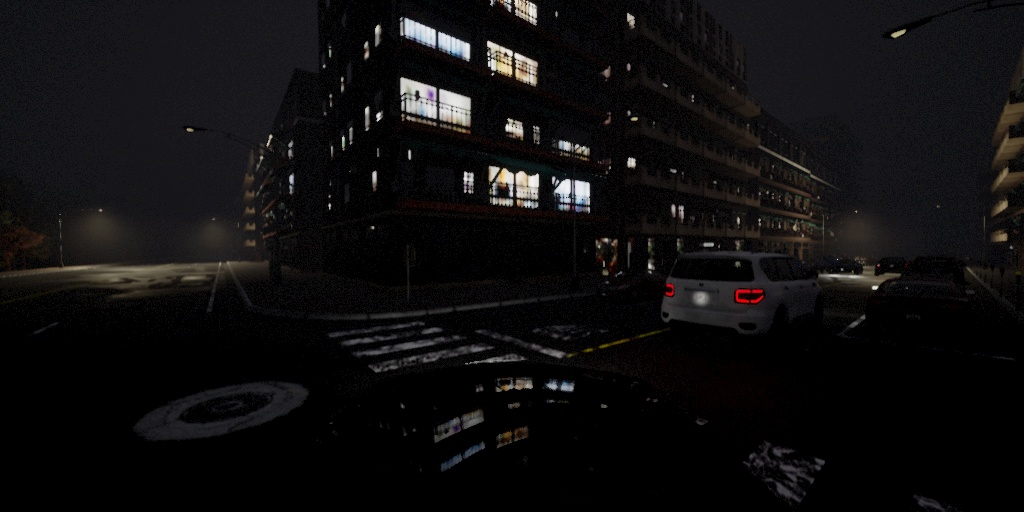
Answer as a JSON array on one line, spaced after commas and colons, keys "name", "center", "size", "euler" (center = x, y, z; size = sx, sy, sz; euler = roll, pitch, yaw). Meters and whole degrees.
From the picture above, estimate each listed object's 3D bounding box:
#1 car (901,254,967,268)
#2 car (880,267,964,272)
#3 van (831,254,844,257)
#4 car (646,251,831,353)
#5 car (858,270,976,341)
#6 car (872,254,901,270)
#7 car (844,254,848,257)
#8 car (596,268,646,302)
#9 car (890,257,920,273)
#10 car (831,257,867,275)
[{"name": "car", "center": [23.686, 0.898, 20.030], "size": [5.009, 1.841, 2.192], "euler": [0, 0, -39]}, {"name": "car", "center": [14.911, 1.215, 12.868], "size": [4.313, 1.339, 1.948], "euler": [0, 0, -39]}, {"name": "van", "center": [35.973, 0.730, 40.854], "size": [3.998, 1.789, 1.690], "euler": [0, 0, -39]}, {"name": "car", "center": [5.919, 0.905, 8.989], "size": [5.566, 2.045, 2.150], "euler": [0, 1, -39]}, {"name": "car", "center": [10.788, 1.226, 9.503], "size": [4.507, 1.381, 1.888], "euler": [0, 0, -39]}, {"name": "car", "center": [33.668, 0.829, 31.542], "size": [4.553, 1.767, 2.097], "euler": [0, 1, -39]}, {"name": "car", "center": [40.343, 0.672, 44.457], "size": [5.009, 1.841, 2.192], "euler": [0, 0, -39]}, {"name": "car", "center": [5.512, 1.197, 15.971], "size": [4.207, 1.307, 1.802], "euler": [0, 0, -39]}, {"name": "car", "center": [42.486, 0.891, 38.762], "size": [5.008, 1.535, 1.882], "euler": [0, 1, -39]}, {"name": "car", "center": [31.269, 1.020, 33.557], "size": [4.181, 1.385, 1.994], "euler": [0, 1, -39]}]
